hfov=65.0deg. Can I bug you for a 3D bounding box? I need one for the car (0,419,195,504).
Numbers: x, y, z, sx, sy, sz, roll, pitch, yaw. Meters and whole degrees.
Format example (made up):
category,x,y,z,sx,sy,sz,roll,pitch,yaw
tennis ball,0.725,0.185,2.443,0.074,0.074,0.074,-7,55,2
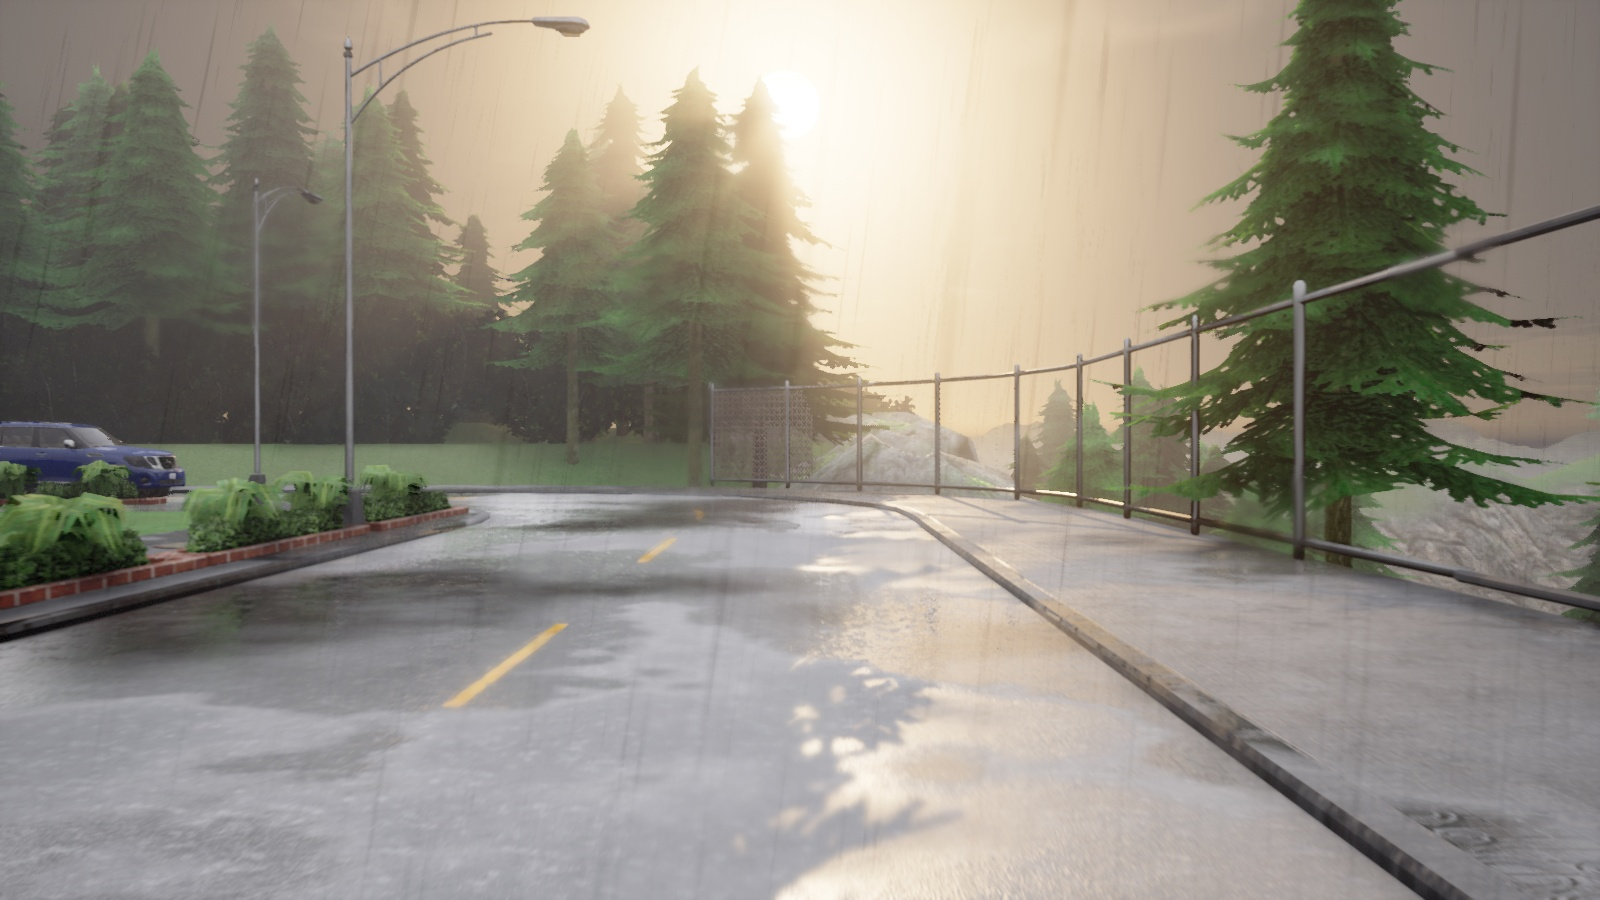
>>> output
category,x,y,z,sx,sy,sz,roll,pitch,yaw
car,-18.475,0.273,31.479,5.566,2.045,2.150,0,0,0
